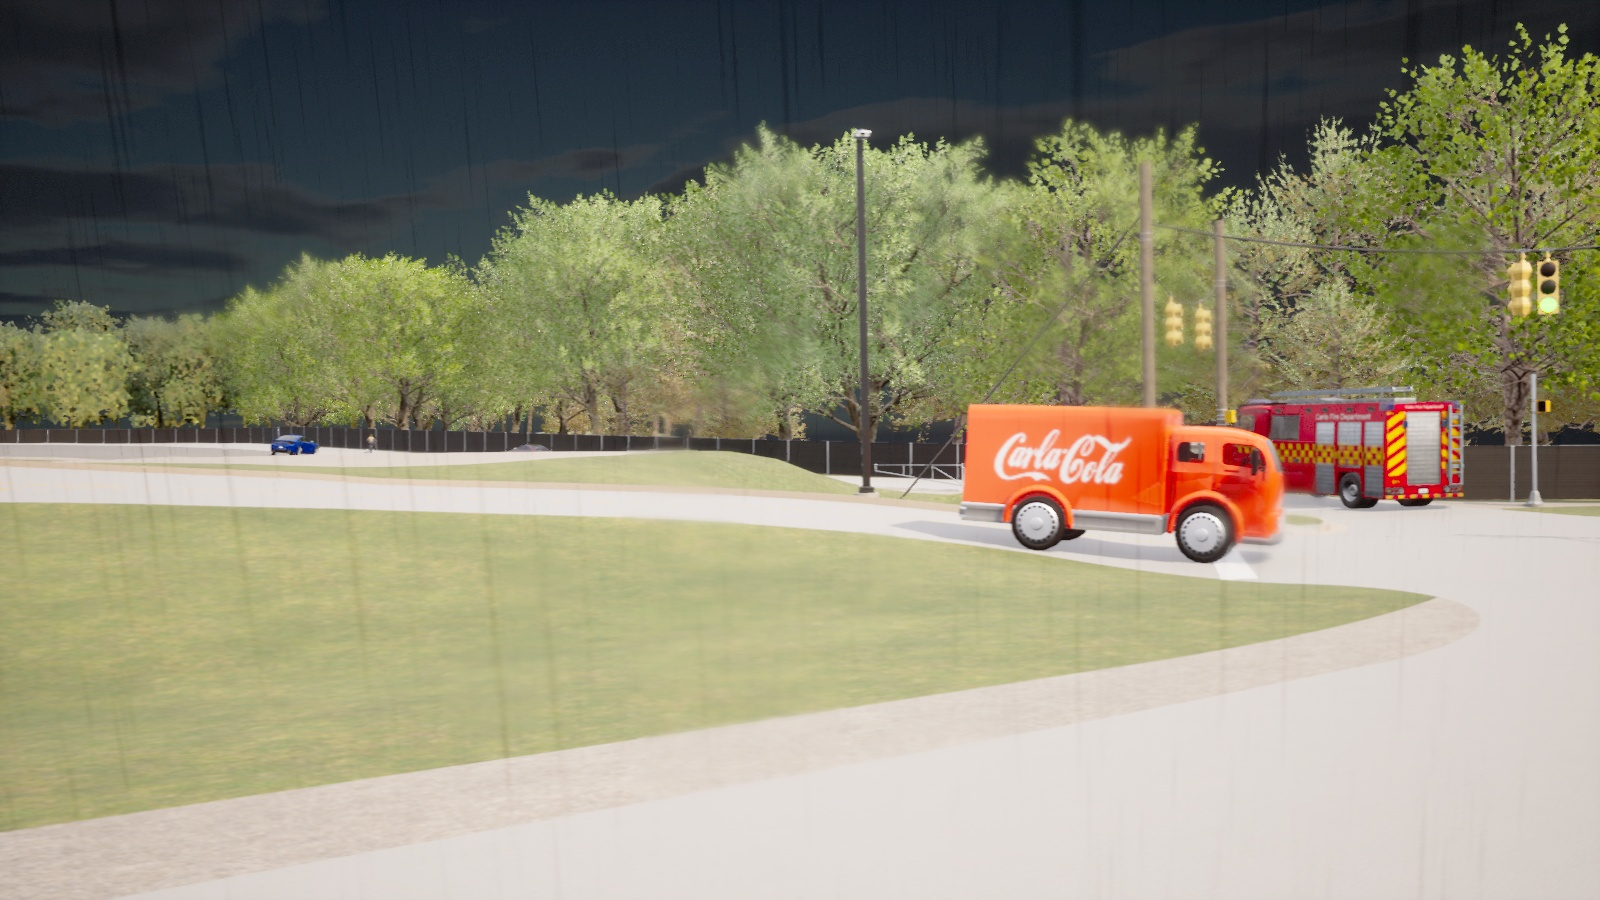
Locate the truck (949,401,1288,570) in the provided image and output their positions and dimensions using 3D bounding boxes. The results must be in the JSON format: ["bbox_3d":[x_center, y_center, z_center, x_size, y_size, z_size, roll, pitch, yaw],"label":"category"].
[{"bbox_3d":[5.501,0.476,21.642,5.204,2.467,2.627,3,2,24],"label":"truck"}]

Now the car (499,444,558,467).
[{"bbox_3d":[-18.906,0.350,87.329,4.181,1.385,1.994,2,3,43],"label":"car"}]

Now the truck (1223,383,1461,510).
[{"bbox_3d":[18.066,-0.198,42.685,2.891,3.827,8.468,-2,1,-13],"label":"truck"}]

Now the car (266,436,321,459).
[{"bbox_3d":[-36.576,-0.176,90.829,1.882,1.535,5.008,2,-1,1],"label":"car"}]
